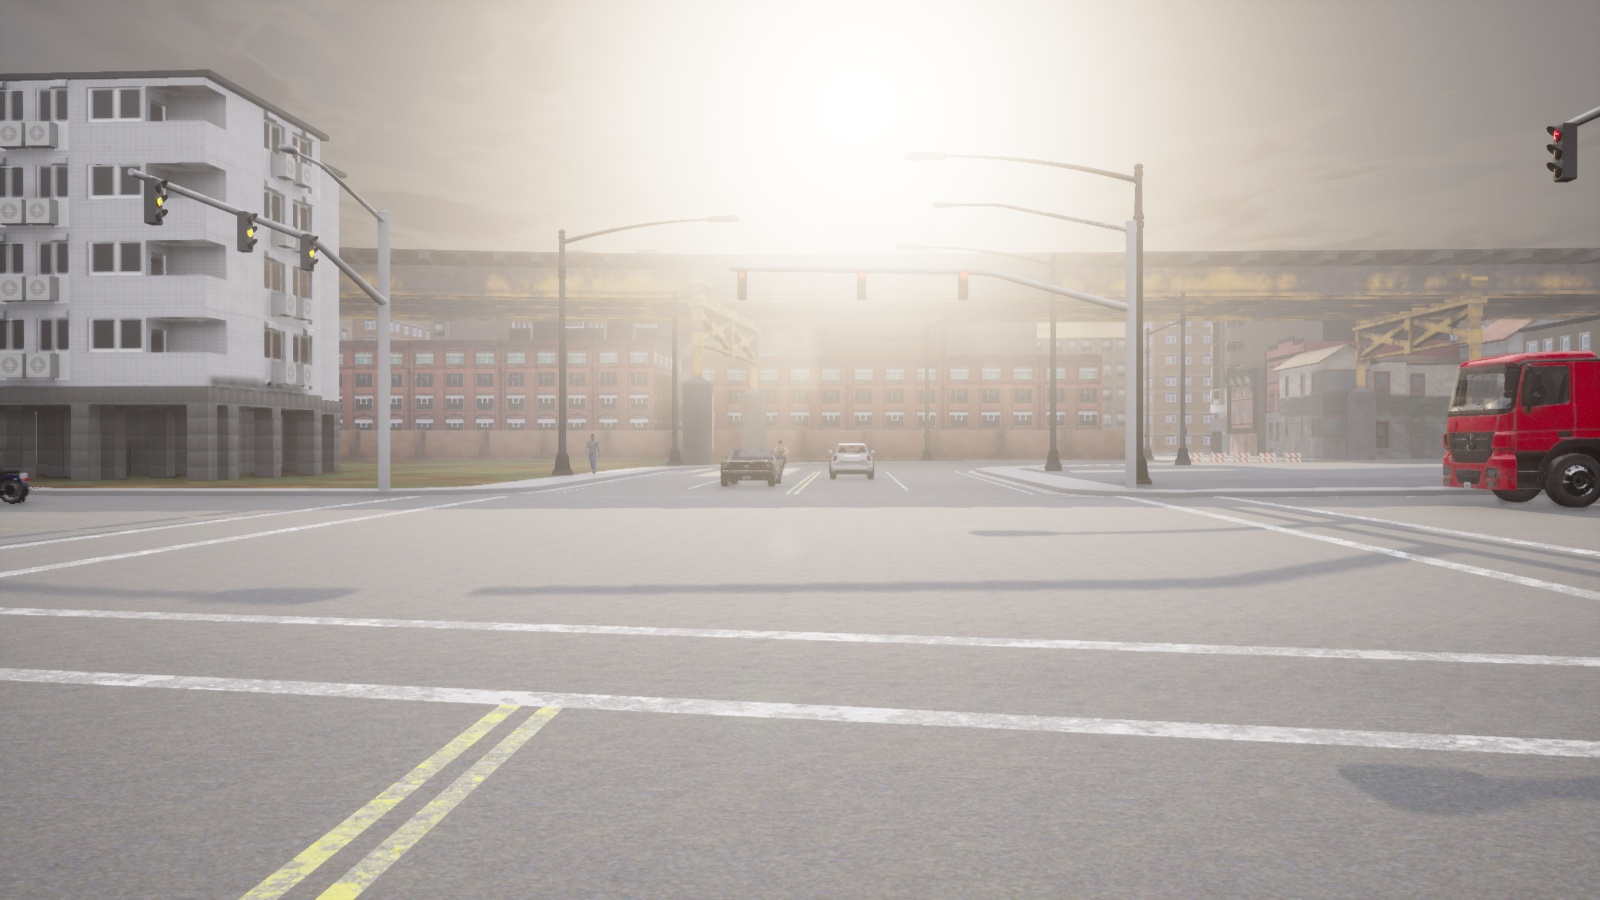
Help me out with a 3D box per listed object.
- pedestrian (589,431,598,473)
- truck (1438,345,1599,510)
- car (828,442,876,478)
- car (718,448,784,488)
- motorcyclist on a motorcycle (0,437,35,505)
[{"bbox_3d":[-9.003,0.083,54.815,0.354,1.836,0.706,0,0,-7],"label":"pedestrian"},{"bbox_3d":[18.857,-0.512,27.780,7.936,3.462,2.891,-1,0,3],"label":"truck"},{"bbox_3d":[2.198,0.413,53.276,1.970,1.475,3.806,0,0,2],"label":"car"},{"bbox_3d":[-1.673,0.596,44.241,1.895,1.301,4.718,0,0,3],"label":"car"},{"bbox_3d":[-20.206,0.506,30.883,2.350,1.649,0.766,0,0,3],"label":"motorcyclist on a motorcycle"}]
